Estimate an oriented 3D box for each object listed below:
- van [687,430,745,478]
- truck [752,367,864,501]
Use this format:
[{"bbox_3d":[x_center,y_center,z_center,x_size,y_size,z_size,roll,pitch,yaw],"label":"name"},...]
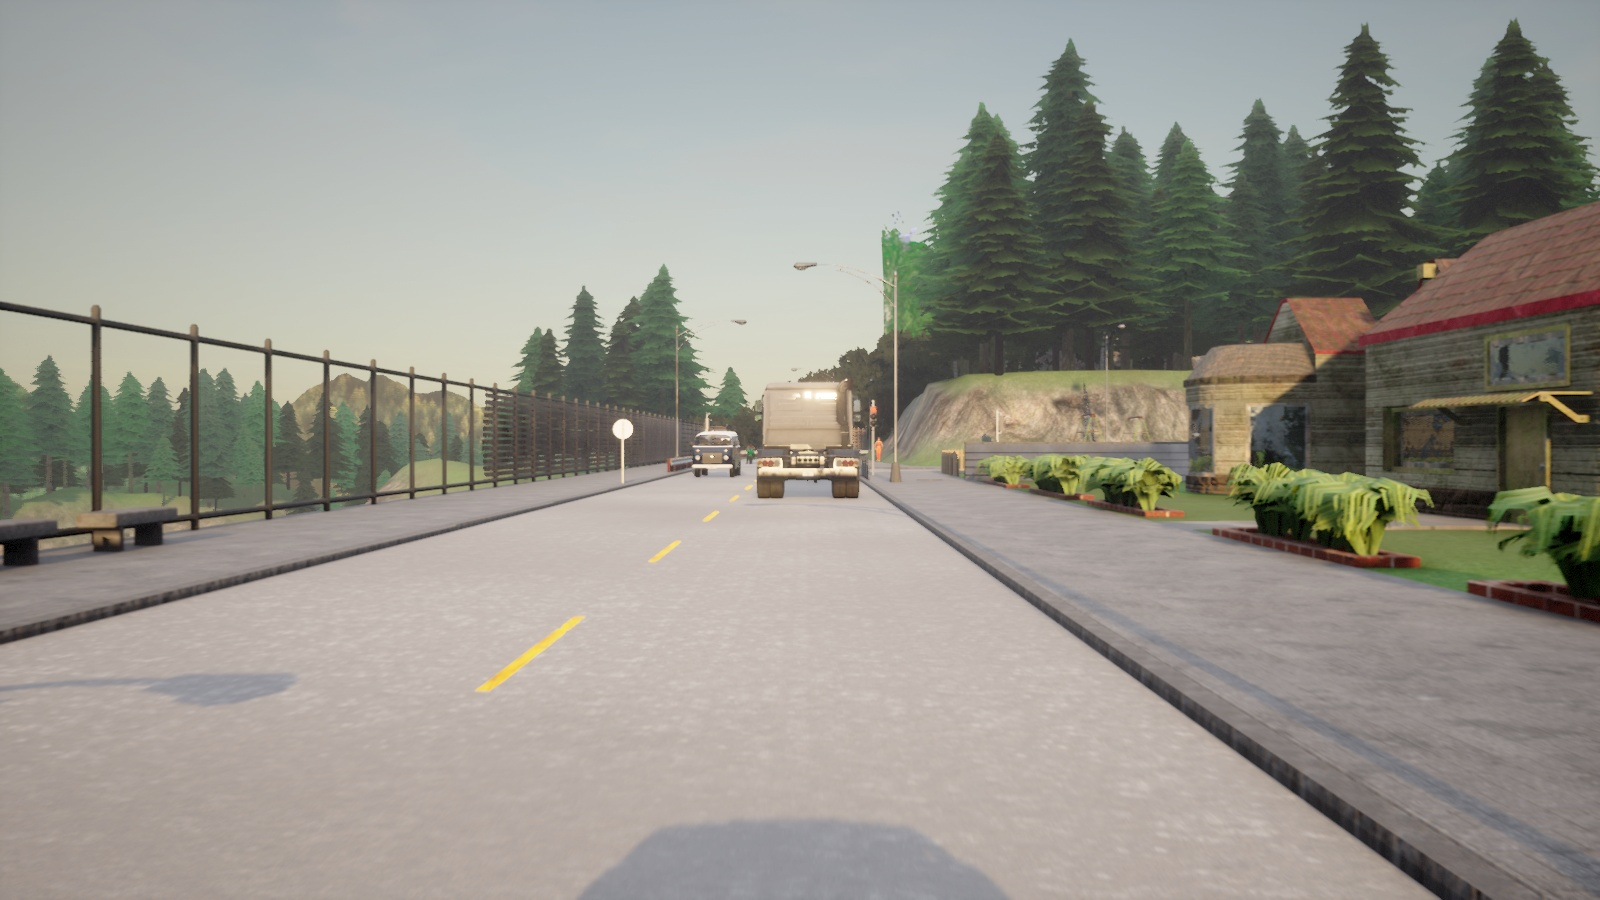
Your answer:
[{"bbox_3d":[-3.630,0.156,55.095,2.069,2.038,4.480,0,0,3],"label":"van"},{"bbox_3d":[0.229,-0.440,36.309,2.891,3.462,7.936,0,0,0],"label":"truck"}]
